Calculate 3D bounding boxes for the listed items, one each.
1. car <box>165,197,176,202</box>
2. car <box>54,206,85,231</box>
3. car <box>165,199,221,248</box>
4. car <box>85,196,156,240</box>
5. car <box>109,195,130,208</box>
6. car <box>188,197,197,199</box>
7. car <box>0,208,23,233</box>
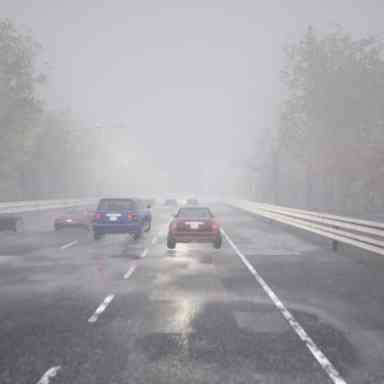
[{"bbox_3d":[-3.407,1.526,55.136,1.882,1.535,5.008,0,0,0],"label":"car"},{"bbox_3d":[-6.902,1.581,20.727,1.994,1.385,4.181,0,0,0],"label":"car"},{"bbox_3d":[0.099,1.364,15.053,2.097,1.767,4.553,0,0,0],"label":"car"},{"bbox_3d":[-3.402,1.236,17.073,2.150,2.045,5.566,0,0,0],"label":"car"},{"bbox_3d":[-10.405,1.393,48.109,2.097,1.767,4.553,0,0,0],"label":"car"},{"bbox_3d":[0.124,1.526,55.216,1.882,1.535,5.008,0,0,1],"label":"car"},{"bbox_3d":[-10.402,1.505,16.803,2.128,1.511,4.902,0,0,0],"label":"car"}]
